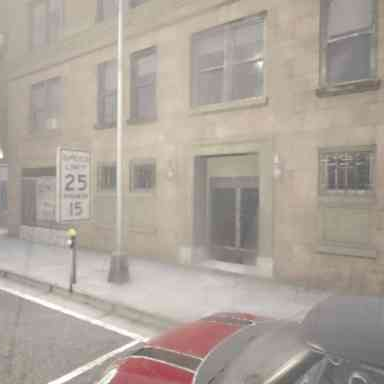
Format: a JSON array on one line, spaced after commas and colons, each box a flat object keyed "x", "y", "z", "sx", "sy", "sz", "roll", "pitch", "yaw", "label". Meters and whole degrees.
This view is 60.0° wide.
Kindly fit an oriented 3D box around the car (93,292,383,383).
[{"x": 1.090, "y": 1.438, "z": 2.069, "sx": 4.097, "sy": 1.590, "sz": 1.967, "roll": 1, "pitch": 0, "yaw": 36, "label": "car"}]
